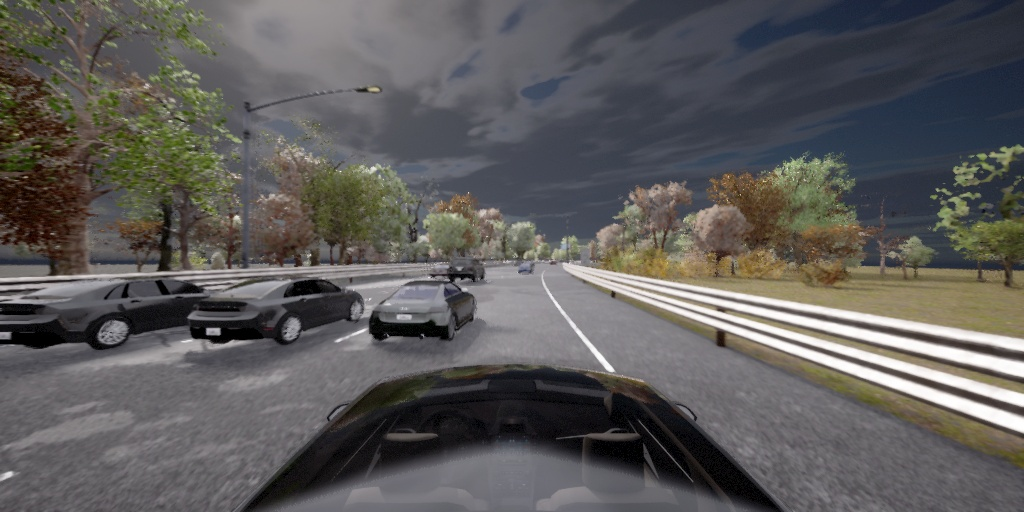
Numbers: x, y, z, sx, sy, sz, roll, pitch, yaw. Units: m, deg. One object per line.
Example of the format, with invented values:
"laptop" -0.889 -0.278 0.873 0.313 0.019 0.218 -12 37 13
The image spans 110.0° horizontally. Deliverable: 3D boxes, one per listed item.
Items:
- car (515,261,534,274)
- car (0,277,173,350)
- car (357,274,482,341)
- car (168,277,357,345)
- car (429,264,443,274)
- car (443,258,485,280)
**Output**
"car" 1.951 1.630 48.573 2.033 1.411 5.357 0 0 8
"car" -9.367 1.277 9.179 1.837 1.490 4.892 0 0 5
"car" -2.262 1.367 10.093 1.994 1.385 4.181 0 0 5
"car" -5.817 1.293 9.641 1.837 1.490 4.892 0 0 5
"car" -6.676 1.514 36.124 2.033 1.411 5.357 0 0 7
"car" -3.789 1.160 30.590 2.150 2.045 5.566 0 0 6
